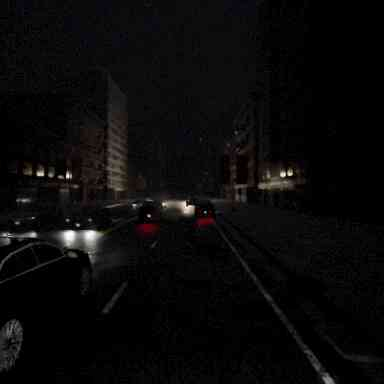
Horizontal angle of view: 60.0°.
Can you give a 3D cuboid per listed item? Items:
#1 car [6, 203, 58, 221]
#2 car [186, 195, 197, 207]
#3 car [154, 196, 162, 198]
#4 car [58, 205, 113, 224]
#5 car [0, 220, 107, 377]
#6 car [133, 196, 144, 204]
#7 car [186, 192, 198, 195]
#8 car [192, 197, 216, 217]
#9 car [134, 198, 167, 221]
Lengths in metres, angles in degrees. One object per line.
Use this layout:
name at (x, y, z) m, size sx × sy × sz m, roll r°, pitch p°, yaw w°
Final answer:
car at (-9.845, 1.482, 21.202) m, size 2.128 × 1.511 × 4.902 m, roll 0°, pitch 0°, yaw 0°
car at (0.008, 1.535, 50.716) m, size 2.033 × 1.411 × 5.357 m, roll 0°, pitch 0°, yaw 0°
car at (-6.512, 1.486, 63.568) m, size 2.128 × 1.511 × 4.902 m, roll 0°, pitch 0°, yaw 1°
car at (-6.597, 1.538, 21.913) m, size 2.033 × 1.411 × 5.357 m, roll 0°, pitch 0°, yaw 0°
car at (-3.147, 1.489, 5.493) m, size 2.128 × 1.511 × 4.902 m, roll 0°, pitch 0°, yaw 0°
car at (-9.772, 1.514, 62.299) m, size 1.812 × 1.442 × 4.674 m, roll 0°, pitch 0°, yaw 1°
car at (0.011, 1.066, 70.525) m, size 2.150 × 2.045 × 5.566 m, roll 0°, pitch 0°, yaw 0°
car at (1.143, 1.494, 30.986) m, size 1.837 × 1.490 × 4.892 m, roll 0°, pitch 0°, yaw 0°
car at (-3.145, 1.494, 26.863) m, size 1.837 × 1.490 × 4.892 m, roll 0°, pitch 0°, yaw 0°
